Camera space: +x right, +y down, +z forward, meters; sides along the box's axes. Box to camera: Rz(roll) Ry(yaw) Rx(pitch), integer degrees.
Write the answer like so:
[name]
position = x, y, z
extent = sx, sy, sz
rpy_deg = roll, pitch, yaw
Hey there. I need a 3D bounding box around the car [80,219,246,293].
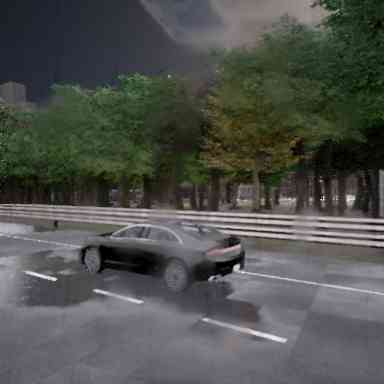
[car]
position = -0.973, 1.492, 8.874
extent = 4.902, 1.511, 2.128
rpy_deg = 0, 0, 35
